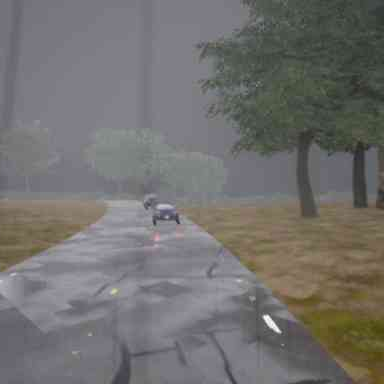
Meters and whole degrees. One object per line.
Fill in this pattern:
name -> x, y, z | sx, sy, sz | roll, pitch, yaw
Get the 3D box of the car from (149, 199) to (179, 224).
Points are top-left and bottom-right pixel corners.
car -> -1.974, 1.475, 24.272 | 1.812, 1.442, 4.674 | 0, 1, -8

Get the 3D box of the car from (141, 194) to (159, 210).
car -> -4.961, 1.013, 40.037 | 1.837, 1.490, 4.892 | -12, 6, -11
